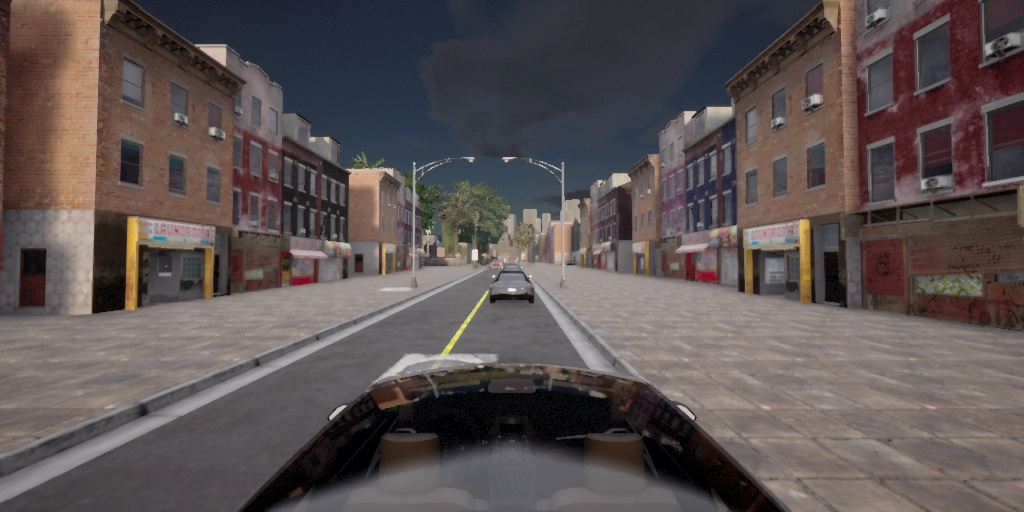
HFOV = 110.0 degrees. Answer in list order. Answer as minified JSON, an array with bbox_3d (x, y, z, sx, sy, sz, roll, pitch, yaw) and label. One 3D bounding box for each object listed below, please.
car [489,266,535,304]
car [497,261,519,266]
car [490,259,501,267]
[{"bbox_3d":[0.000,1.346,16.505,1.994,1.385,4.181,0,0,0],"label":"car"},{"bbox_3d":[0.000,1.391,31.508,1.994,1.385,4.181,0,0,0],"label":"car"},{"bbox_3d":[-2.750,1.377,64.548,2.097,1.767,4.553,0,0,0],"label":"car"}]
